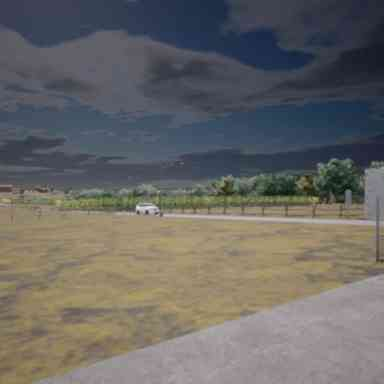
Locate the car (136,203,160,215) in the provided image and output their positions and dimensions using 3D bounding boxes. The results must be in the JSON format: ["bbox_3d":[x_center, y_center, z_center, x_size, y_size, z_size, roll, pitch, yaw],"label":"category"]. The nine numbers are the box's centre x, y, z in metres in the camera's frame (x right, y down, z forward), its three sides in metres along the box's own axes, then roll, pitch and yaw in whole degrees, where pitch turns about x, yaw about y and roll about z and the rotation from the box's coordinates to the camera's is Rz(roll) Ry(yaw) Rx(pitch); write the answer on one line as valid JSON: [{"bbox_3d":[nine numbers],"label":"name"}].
[{"bbox_3d":[-7.728,2.921,57.751,2.150,2.045,5.566,1,-3,-35],"label":"car"}]
